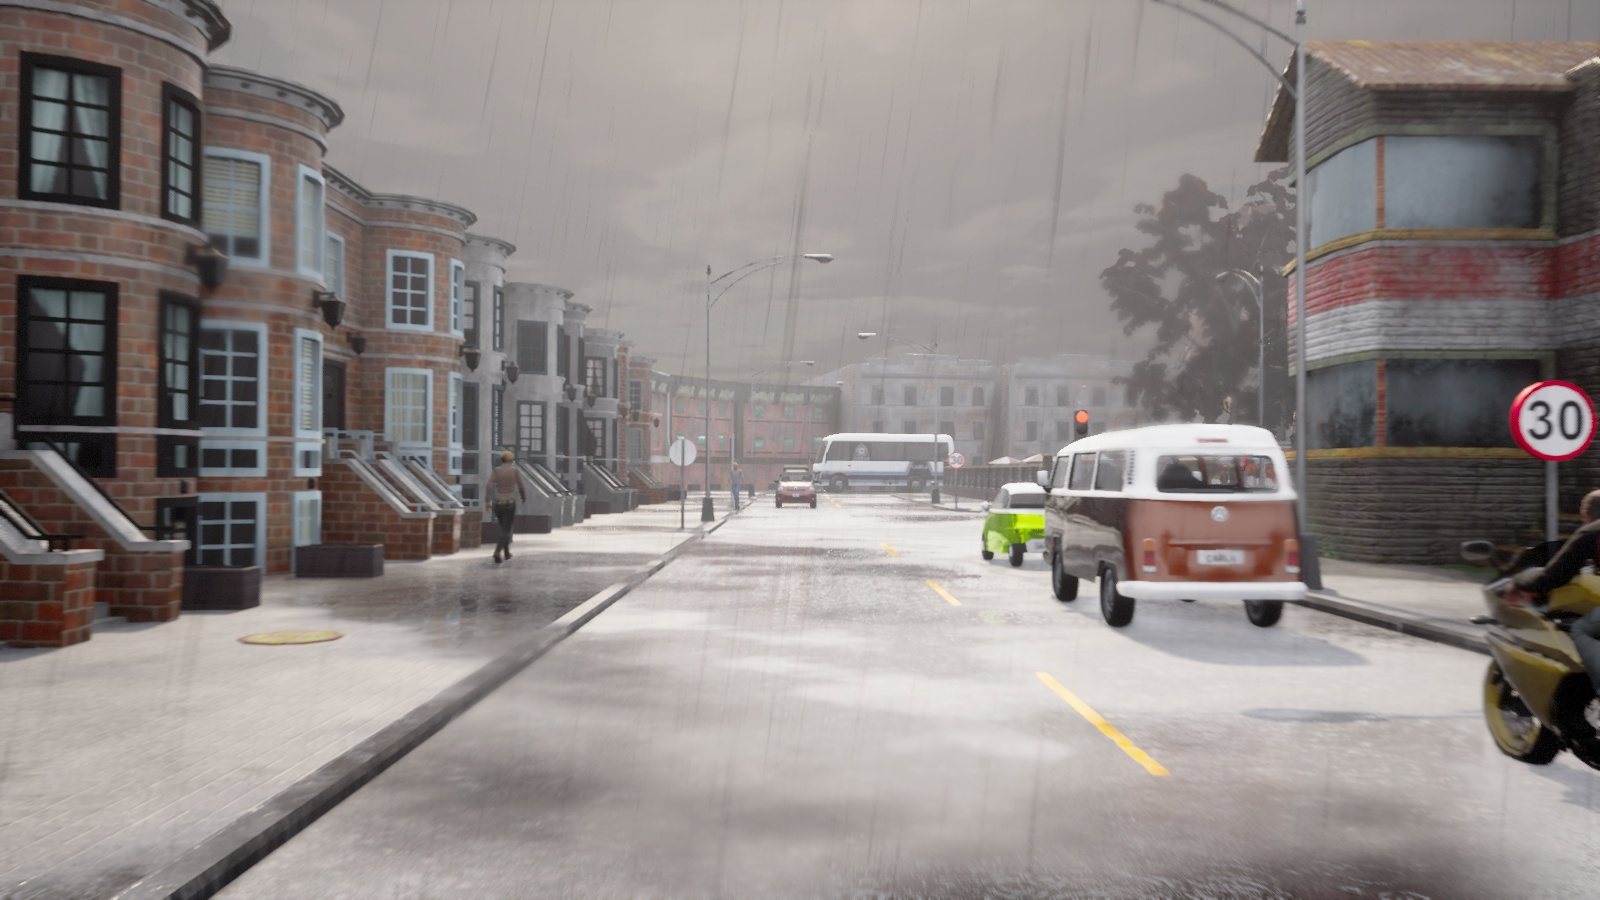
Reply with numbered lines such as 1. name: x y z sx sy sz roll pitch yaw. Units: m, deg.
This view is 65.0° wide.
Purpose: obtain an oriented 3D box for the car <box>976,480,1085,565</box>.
1. car: 3.944 1.217 21.748 1.481 1.376 2.207 0 -1 0

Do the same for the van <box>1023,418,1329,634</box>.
1. van: 3.965 0.759 14.147 2.069 2.038 4.480 0 -1 0

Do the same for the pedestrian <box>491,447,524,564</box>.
1. pedestrian: -4.683 0.879 20.114 0.331 1.846 0.634 0 -1 6

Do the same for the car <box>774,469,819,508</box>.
1. car: -0.151 1.618 54.069 1.851 1.617 3.988 0 -1 0

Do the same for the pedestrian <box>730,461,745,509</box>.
1. pedestrian: -2.387 1.337 48.045 0.354 1.836 0.706 0 -1 13

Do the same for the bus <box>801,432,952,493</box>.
1. bus: 5.466 0.927 90.736 10.273 4.253 3.944 0 -1 -9

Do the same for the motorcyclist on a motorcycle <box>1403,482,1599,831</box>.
1. motorcyclist on a motorcycle: 3.984 0.939 6.270 0.866 1.530 2.191 0 -1 0
